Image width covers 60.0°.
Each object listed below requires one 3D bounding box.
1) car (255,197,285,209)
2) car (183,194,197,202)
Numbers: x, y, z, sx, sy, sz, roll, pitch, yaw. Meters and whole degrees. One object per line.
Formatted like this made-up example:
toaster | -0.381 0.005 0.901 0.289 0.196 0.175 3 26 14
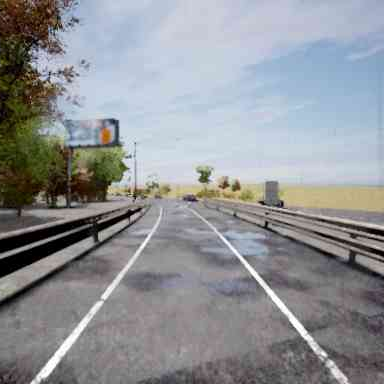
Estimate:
car | 9.833 1.364 42.332 2.128 1.511 4.902 0 0 -18
car | -0.586 1.304 73.646 2.097 1.767 4.553 0 0 -18
